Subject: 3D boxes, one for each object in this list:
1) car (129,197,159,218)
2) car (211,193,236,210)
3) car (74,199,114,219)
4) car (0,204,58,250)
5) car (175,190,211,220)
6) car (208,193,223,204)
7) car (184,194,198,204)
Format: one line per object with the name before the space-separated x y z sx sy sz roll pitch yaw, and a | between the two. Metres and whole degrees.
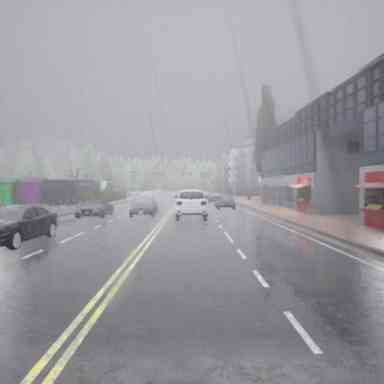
car | -3.649 1.158 25.864 1.812 1.442 4.674 0 1 0
car | 3.377 1.043 34.326 2.033 1.411 5.357 0 1 0
car | -7.225 1.206 24.843 1.994 1.385 4.181 0 1 0
car | -7.195 1.285 13.529 1.882 1.535 5.008 0 1 0
car | -0.042 0.866 24.280 2.150 2.045 5.566 0 1 0
car | 3.299 0.840 46.797 1.812 1.442 4.674 0 1 0
car | -0.133 0.935 45.616 1.895 1.301 4.718 0 1 0
